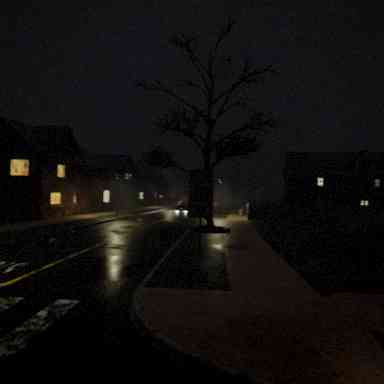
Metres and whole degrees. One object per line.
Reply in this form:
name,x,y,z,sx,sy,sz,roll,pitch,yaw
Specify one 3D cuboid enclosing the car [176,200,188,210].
car,-0.936,1.889,47.978,2.033,1.411,5.357,2,0,10
